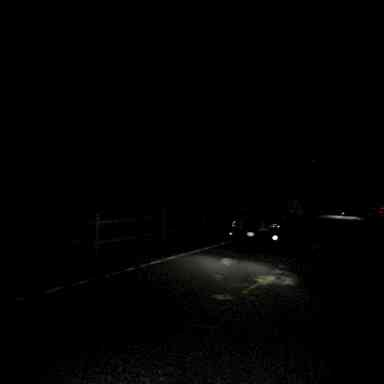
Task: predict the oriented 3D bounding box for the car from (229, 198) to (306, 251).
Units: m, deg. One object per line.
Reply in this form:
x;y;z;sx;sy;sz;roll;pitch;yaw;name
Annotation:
3.686;1.319;15.295;2.150;2.045;5.566;2;0;31;car

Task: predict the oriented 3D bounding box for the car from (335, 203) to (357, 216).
18.270;2.044;39.320;2.033;1.411;5.357;2;0;32;car

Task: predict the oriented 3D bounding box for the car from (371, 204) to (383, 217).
21.655;2.074;37.894;1.882;1.535;5.008;2;0;32;car
